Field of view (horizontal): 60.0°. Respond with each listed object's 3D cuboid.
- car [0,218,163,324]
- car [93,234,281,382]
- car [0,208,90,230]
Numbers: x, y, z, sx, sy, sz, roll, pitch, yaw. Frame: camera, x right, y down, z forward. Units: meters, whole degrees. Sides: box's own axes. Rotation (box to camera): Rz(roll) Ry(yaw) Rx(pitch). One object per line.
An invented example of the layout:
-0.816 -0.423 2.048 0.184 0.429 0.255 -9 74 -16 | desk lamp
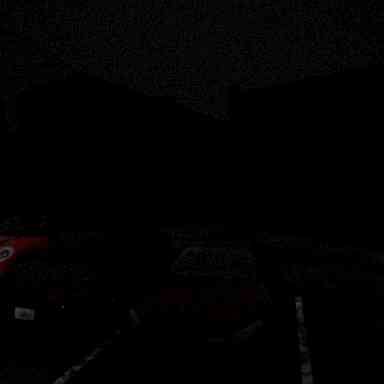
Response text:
-1.935 1.520 7.468 2.163 1.488 4.792 0 -1 16 | car
0.508 1.528 5.741 2.002 1.452 4.674 1 -1 16 | car
-4.348 1.369 9.286 2.185 1.767 4.553 0 -1 16 | car
